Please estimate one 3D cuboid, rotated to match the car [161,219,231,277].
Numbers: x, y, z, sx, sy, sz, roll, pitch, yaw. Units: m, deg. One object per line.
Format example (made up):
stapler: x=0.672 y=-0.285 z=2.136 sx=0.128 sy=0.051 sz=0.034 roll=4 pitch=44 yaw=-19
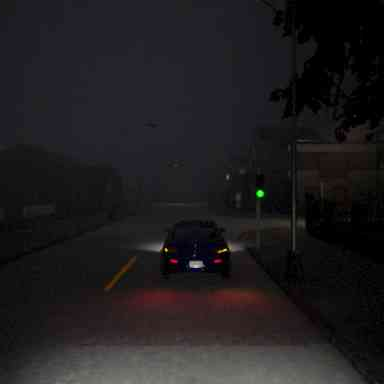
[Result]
car: x=0.098 y=1.554 z=10.171 sx=1.812 sy=1.442 sz=4.674 roll=0 pitch=0 yaw=0
